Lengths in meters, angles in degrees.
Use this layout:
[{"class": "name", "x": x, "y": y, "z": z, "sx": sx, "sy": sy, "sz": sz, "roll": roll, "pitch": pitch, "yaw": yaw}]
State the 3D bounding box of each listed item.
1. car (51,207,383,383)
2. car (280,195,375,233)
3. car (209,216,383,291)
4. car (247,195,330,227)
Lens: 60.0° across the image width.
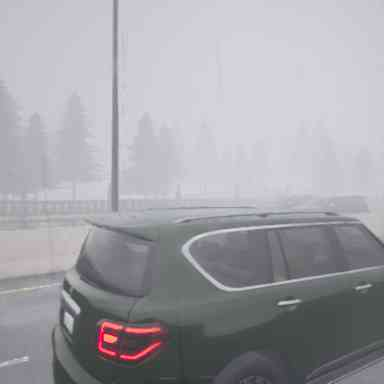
[{"class": "car", "x": 1.172, "y": 1.221, "z": 4.362, "sx": 5.566, "sy": 2.045, "sz": 2.150, "roll": 0, "pitch": 0, "yaw": -33}, {"class": "car", "x": 8.313, "y": 1.232, "z": 20.365, "sx": 5.566, "sy": 2.045, "sz": 2.150, "roll": 0, "pitch": 0, "yaw": -24}, {"class": "car", "x": 3.322, "y": 1.550, "z": 9.772, "sx": 5.357, "sy": 1.411, "sz": 2.033, "roll": 0, "pitch": 0, "yaw": -30}, {"class": "car", "x": 6.858, "y": 1.223, "z": 23.528, "sx": 5.566, "sy": 2.045, "sz": 2.150, "roll": 0, "pitch": 0, "yaw": -24}]
